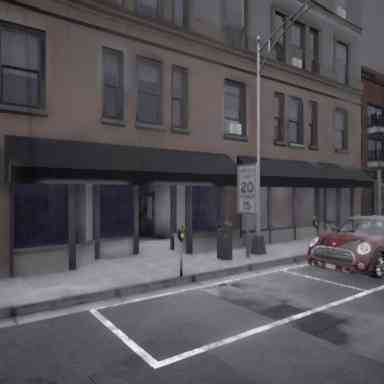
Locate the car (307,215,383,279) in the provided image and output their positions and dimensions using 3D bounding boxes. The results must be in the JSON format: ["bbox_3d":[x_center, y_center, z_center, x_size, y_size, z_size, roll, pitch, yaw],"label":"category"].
[{"bbox_3d":[5.281,1.439,9.954,4.097,1.590,1.967,0,0,-35],"label":"car"}]
